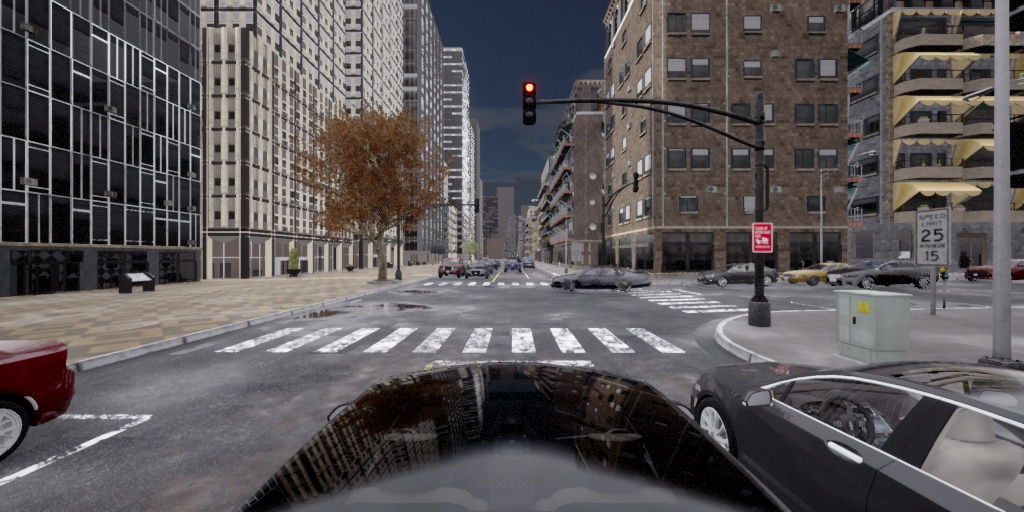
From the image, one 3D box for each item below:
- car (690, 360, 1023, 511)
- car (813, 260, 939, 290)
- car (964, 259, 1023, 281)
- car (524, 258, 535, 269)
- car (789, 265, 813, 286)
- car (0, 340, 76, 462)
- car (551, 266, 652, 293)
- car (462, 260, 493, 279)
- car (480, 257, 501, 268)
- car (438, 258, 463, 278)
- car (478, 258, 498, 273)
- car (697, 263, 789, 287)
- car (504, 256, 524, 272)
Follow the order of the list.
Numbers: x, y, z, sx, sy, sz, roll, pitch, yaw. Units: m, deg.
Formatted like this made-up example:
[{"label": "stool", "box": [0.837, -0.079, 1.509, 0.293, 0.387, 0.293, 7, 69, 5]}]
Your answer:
[{"label": "car", "box": [2.689, 1.300, 2.016, 2.007, 1.370, 4.403, 0, 0, 0]}, {"label": "car", "box": [19.349, 0.951, 18.905, 4.902, 1.511, 2.128, -1, 0, -1]}, {"label": "car", "box": [30.134, 0.858, 21.605, 4.507, 1.381, 1.888, 0, 0, -1]}, {"label": "car", "box": [2.682, 1.348, 56.494, 1.948, 1.339, 4.313, 0, 0, 0]}, {"label": "car", "box": [18.829, 0.992, 21.489, 4.829, 1.417, 1.751, 0, 0, -1]}, {"label": "car", "box": [-5.692, 1.295, 2.015, 1.888, 1.381, 4.507, 0, 0, 0]}, {"label": "car", "box": [4.930, 1.268, 20.063, 5.357, 1.411, 2.033, -1, 0, 19]}, {"label": "car", "box": [-3.096, 1.326, 32.885, 1.994, 1.385, 4.181, 0, 0, 1]}, {"label": "car", "box": [-3.096, 1.130, 52.419, 2.097, 1.767, 4.553, 0, 0, 0]}, {"label": "car", "box": [-5.696, 1.078, 34.402, 2.192, 1.841, 5.009, 0, 0, 0]}, {"label": "car", "box": [-3.106, 1.317, 42.270, 2.033, 1.411, 5.357, 0, 0, 0]}, {"label": "car", "box": [13.432, 1.095, 21.433, 4.403, 1.370, 2.007, 0, 0, -1]}, {"label": "car", "box": [0.093, 1.126, 46.750, 2.097, 1.767, 4.553, 0, 0, 0]}]
